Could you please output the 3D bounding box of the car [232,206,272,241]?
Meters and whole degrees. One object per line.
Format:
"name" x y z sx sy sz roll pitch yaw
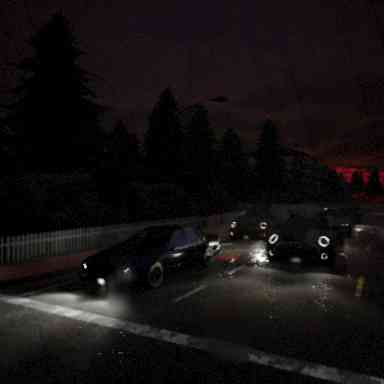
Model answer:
"car" 3.772 1.687 18.435 2.097 1.767 4.553 -1 -1 30

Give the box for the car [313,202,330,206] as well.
"car" 14.387 1.920 37.092 2.097 1.767 4.553 -1 -1 30

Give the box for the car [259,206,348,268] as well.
"car" 4.336 1.564 12.338 2.097 1.767 4.553 -1 -1 30

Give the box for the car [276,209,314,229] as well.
"car" 8.206 2.034 26.245 1.895 1.301 4.718 -1 -1 30

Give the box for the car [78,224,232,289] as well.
"car" -0.855 1.780 10.268 2.033 1.411 5.357 -1 -1 30

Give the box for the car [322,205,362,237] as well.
"car" 8.816 1.803 20.232 2.128 1.511 4.902 -1 -1 30

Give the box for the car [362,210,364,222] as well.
"car" 13.782 1.925 28.972 1.837 1.490 4.892 -1 -1 30
